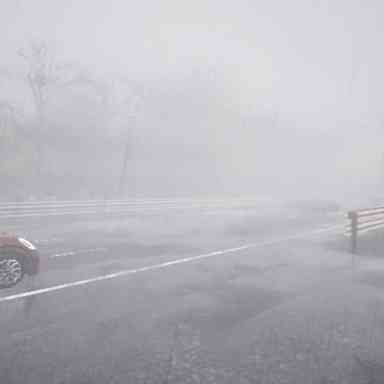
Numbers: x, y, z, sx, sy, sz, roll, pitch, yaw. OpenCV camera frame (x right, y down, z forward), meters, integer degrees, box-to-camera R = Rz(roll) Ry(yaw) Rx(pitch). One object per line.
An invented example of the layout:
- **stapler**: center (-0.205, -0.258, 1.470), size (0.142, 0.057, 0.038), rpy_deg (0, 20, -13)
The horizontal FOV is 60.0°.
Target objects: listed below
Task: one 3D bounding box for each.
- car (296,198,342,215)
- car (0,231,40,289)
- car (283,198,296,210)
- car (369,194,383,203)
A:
- **car**: center (11.897, 1.268, 30.400), size (2.033, 1.411, 5.357), rpy_deg (0, 0, 44)
- **car**: center (-5.659, 1.201, 6.839), size (2.097, 1.767, 4.553), rpy_deg (0, 1, 44)
- **car**: center (11.598, 1.288, 35.166), size (1.895, 1.301, 4.718), rpy_deg (0, 1, 44)
- **car**: center (31.763, 1.053, 56.534), size (1.882, 1.535, 5.008), rpy_deg (0, 1, 44)
